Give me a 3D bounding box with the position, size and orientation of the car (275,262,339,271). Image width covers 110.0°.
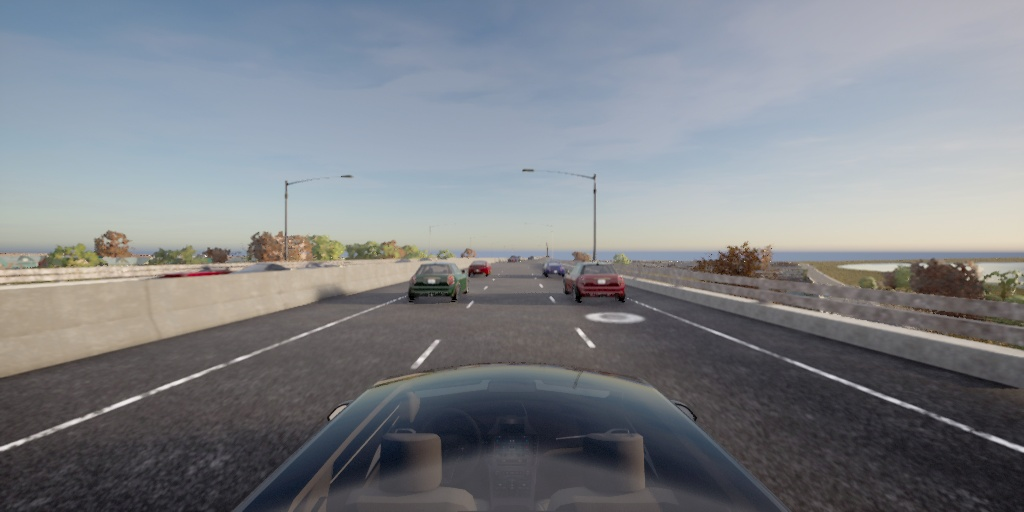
[{"bbox_3d":[-13.913,1.183,25.343,2.128,1.511,4.902,0,0,1],"label":"car"}]

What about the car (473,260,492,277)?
[{"bbox_3d":[-3.052,1.158,34.856,1.882,1.535,5.008,0,0,1],"label":"car"}]

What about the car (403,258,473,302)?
[{"bbox_3d":[-3.314,1.064,16.996,2.097,1.767,4.553,0,0,1],"label":"car"}]

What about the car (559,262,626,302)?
[{"bbox_3d":[3.684,1.066,16.773,2.097,1.767,4.553,0,0,1],"label":"car"}]

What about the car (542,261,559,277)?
[{"bbox_3d":[3.939,1.209,34.320,1.812,1.442,4.674,0,0,1],"label":"car"}]

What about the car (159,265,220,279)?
[{"bbox_3d":[-20.931,1.292,24.369,1.895,1.301,4.718,0,0,1],"label":"car"}]

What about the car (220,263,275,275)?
[{"bbox_3d":[-17.426,1.216,25.062,1.812,1.442,4.674,0,0,1],"label":"car"}]
